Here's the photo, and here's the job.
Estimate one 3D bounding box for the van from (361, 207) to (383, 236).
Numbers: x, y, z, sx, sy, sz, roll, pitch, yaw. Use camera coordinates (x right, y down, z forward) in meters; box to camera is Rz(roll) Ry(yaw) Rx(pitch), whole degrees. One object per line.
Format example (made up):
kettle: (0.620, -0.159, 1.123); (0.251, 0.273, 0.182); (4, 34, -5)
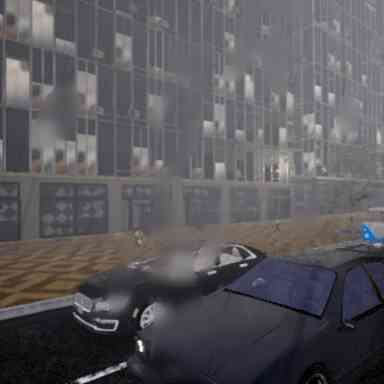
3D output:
van: (8.663, 1.500, 13.982); (3.998, 1.788, 1.690); (0, -1, -40)

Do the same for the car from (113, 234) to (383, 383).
car: (1.818, 1.615, 4.797); (5.357, 1.411, 2.033); (0, -1, -40)

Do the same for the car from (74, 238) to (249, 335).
car: (-0.095, 1.660, 6.705); (4.403, 1.369, 2.008); (0, -1, -40)
